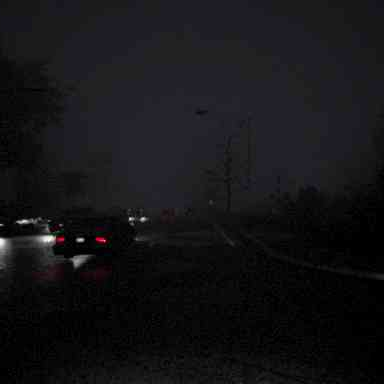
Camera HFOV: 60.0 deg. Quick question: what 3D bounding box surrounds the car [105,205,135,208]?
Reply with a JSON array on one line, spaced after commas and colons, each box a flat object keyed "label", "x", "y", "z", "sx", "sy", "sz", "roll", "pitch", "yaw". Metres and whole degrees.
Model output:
[{"label": "car", "x": -7.093, "y": 2.022, "z": 30.925, "sx": 2.033, "sy": 1.411, "sz": 5.357, "roll": 0, "pitch": -3, "yaw": 0}]

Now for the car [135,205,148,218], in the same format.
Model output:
[{"label": "car", "x": -7.075, "y": 2.438, "z": 43.721, "sx": 2.097, "sy": 1.767, "sz": 4.553, "roll": 0, "pitch": -3, "yaw": 0}]

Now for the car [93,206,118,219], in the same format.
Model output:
[{"label": "car", "x": -10.588, "y": 2.487, "z": 41.119, "sx": 1.812, "sy": 1.442, "sz": 4.674, "roll": 0, "pitch": -3, "yaw": 0}]

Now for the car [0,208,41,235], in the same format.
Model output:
[{"label": "car", "x": -10.624, "y": 1.638, "z": 19.519, "sx": 2.033, "sy": 1.411, "sz": 5.357, "roll": 0, "pitch": -1, "yaw": -4}]

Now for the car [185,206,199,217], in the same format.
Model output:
[{"label": "car", "x": -0.017, "y": 2.864, "z": 49.350, "sx": 1.837, "sy": 1.490, "sz": 4.892, "roll": 0, "pitch": -3, "yaw": 0}]

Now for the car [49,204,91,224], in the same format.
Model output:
[{"label": "car", "x": -10.596, "y": 1.882, "z": 29.329, "sx": 1.882, "sy": 1.535, "sz": 5.008, "roll": 0, "pitch": -2, "yaw": 0}]

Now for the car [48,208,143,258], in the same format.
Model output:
[{"label": "car", "x": -3.404, "y": 1.535, "z": 12.638, "sx": 2.033, "sy": 1.411, "sz": 5.357, "roll": 0, "pitch": 0, "yaw": 0}]

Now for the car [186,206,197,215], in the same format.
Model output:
[{"label": "car", "x": -0.020, "y": 3.340, "z": 59.783, "sx": 1.882, "sy": 1.535, "sz": 5.008, "roll": 0, "pitch": -3, "yaw": 0}]

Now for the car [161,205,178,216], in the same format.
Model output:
[{"label": "car", "x": -3.517, "y": 2.981, "z": 49.790, "sx": 1.895, "sy": 1.301, "sz": 4.718, "roll": 0, "pitch": -3, "yaw": 0}]

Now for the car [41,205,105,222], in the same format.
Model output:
[{"label": "car", "x": -7.098, "y": 1.617, "z": 20.429, "sx": 1.837, "sy": 1.490, "sz": 4.892, "roll": 0, "pitch": -1, "yaw": 0}]
